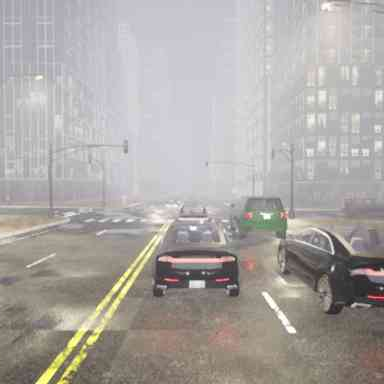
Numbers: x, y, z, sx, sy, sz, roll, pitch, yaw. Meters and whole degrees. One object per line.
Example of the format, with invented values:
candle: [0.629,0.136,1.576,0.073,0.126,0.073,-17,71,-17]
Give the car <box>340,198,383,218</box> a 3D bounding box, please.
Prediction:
car: [16.119,1.483,30.131,5.009,1.841,2.192,1,1,1]

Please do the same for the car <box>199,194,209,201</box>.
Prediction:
car: [3.030,1.417,81.331,1.895,1.301,4.718,0,0,0]

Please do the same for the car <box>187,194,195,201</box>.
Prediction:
car: [-0.218,1.362,80.877,2.033,1.411,5.357,0,0,0]

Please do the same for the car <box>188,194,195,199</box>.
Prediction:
car: [-0.247,1.229,91.325,1.895,1.301,4.718,0,0,0]

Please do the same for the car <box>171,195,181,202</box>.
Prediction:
car: [-3.448,1.403,72.962,1.994,1.385,4.181,0,0,0]

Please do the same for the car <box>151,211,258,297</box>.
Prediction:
car: [0.077,1.478,8.527,2.128,1.511,4.902,0,0,0]

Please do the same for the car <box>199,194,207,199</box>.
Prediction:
car: [3.003,1.186,91.303,1.994,1.385,4.181,0,0,0]

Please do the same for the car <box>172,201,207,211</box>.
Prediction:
car: [0.051,1.461,17.711,2.128,1.511,4.902,0,0,0]

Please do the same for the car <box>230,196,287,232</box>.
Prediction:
car: [3.302,1.192,17.359,2.150,2.045,5.566,0,0,0]

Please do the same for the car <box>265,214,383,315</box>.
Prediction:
car: [3.327,1.479,7.518,2.128,1.511,4.902,0,0,0]

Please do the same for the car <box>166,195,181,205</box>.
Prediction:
car: [-3.481,1.380,57.980,2.128,1.511,4.902,0,0,0]
